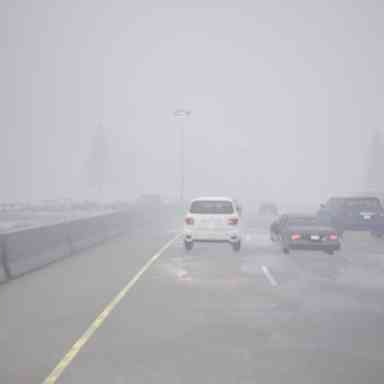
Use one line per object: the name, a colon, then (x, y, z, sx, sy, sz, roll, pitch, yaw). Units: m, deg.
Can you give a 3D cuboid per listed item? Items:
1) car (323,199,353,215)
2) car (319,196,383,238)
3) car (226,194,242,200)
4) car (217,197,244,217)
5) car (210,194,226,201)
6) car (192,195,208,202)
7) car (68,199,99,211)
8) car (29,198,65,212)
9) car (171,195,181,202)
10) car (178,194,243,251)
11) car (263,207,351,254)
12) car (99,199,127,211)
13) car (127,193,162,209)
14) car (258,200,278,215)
car: (15.312, 1.522, 35.202, 2.128, 1.511, 4.902, 0, 0, 14)
car: (8.388, 1.238, 17.966, 2.150, 2.045, 5.566, 0, 0, 7)
car: (9.964, 1.165, 78.633, 2.033, 1.411, 5.357, 0, 0, 29)
car: (3.757, 1.356, 31.923, 2.097, 1.767, 4.553, 0, 0, 12)
car: (6.215, 1.292, 79.048, 2.128, 1.511, 4.902, 0, 0, 27)
car: (1.880, 1.403, 78.353, 1.882, 1.535, 5.008, 0, 0, 27)
car: (-12.634, 1.565, 39.661, 1.895, 1.301, 4.718, 0, 0, 14)
car: (-16.529, 1.480, 38.288, 1.812, 1.442, 4.674, 0, 0, 14)
car: (-3.050, 1.468, 76.317, 1.812, 1.442, 4.674, 0, 0, 26)
car: (0.950, 1.221, 14.408, 2.150, 2.045, 5.566, 0, 0, 6)
car: (4.342, 1.555, 13.561, 2.033, 1.411, 5.357, 0, 0, 6)
car: (-8.909, 1.573, 40.165, 1.895, 1.301, 4.718, 0, 0, 14)
car: (-5.327, 1.201, 40.071, 2.150, 2.045, 5.566, 0, 0, 15)
car: (7.868, 1.539, 34.326, 1.812, 1.442, 4.674, 0, 0, 13)
